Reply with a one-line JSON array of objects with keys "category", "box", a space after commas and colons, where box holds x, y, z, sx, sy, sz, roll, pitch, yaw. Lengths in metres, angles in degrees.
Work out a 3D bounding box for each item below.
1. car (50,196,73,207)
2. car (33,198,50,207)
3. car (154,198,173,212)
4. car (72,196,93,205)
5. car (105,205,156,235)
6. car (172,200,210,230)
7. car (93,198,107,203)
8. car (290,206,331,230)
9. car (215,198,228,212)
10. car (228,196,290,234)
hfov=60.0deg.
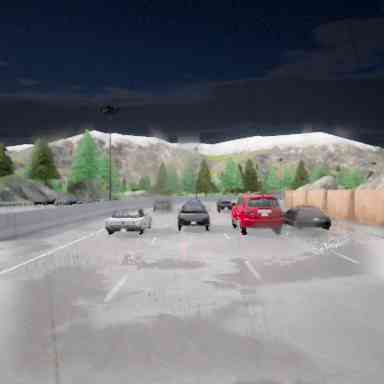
[{"category": "car", "box": [-19.295, 1.378, 51.609, 2.097, 1.767, 4.553, 0, 0, 11]}, {"category": "car", "box": [-22.738, 1.568, 52.241, 1.895, 1.301, 4.718, 0, 0, 11]}, {"category": "car", "box": [-3.214, 1.462, 37.774, 2.128, 1.511, 4.902, 0, 0, 3]}, {"category": "car", "box": [-15.870, 1.569, 50.888, 1.994, 1.385, 4.181, 0, 0, 11]}, {"category": "car", "box": [-3.403, 1.587, 18.711, 1.895, 1.301, 4.718, 0, 0, 0]}, {"category": "car", "box": [0.097, 1.476, 20.815, 2.128, 1.511, 4.902, 0, 0, 0]}, {"category": "car", "box": [-12.439, 1.141, 50.197, 2.128, 1.511, 4.902, 0, 0, 11]}, {"category": "car", "box": [7.096, 1.548, 21.031, 1.994, 1.385, 4.181, 0, 0, 0]}, {"category": "car", "box": [3.786, 1.476, 37.695, 1.837, 1.490, 4.892, 0, 0, 3]}, {"category": "car", "box": [3.598, 1.208, 19.105, 2.150, 2.045, 5.566, 0, 0, 0]}]
